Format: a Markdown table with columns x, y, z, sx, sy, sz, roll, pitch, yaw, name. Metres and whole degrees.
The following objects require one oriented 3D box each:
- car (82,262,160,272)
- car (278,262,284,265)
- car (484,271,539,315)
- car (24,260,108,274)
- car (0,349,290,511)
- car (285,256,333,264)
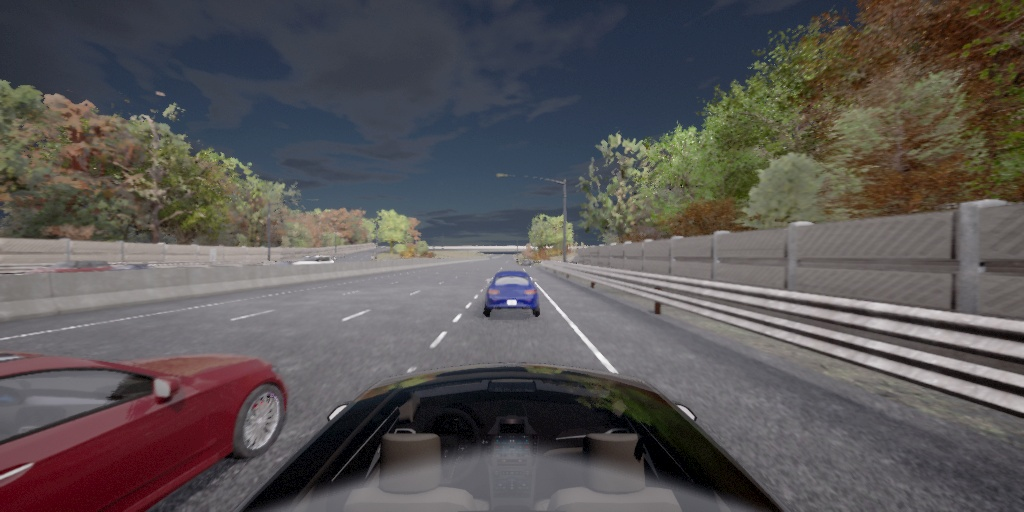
| x | y | z | sx | sy | sz | roll | pitch | yaw | name |
| --- | --- | --- | --- | --- | --- | --- | --- | --- | --- |
| -28.065 | 1.315 | 26.475 | 1.994 | 1.385 | 4.181 | 0 | 0 | 0 | car |
| -24.586 | 1.313 | 39.046 | 2.033 | 1.411 | 5.357 | 0 | 0 | 0 | car |
| -0.003 | 1.273 | 13.336 | 1.812 | 1.442 | 4.674 | 0 | 0 | 0 | car |
| -31.569 | 1.103 | 25.777 | 2.097 | 1.767 | 4.553 | 0 | 0 | 0 | car |
| -3.400 | 1.275 | 2.060 | 1.812 | 1.442 | 4.674 | 0 | 0 | 0 | car |
| -21.087 | 0.989 | 38.077 | 2.150 | 2.045 | 5.566 | 0 | 0 | 0 | car |
